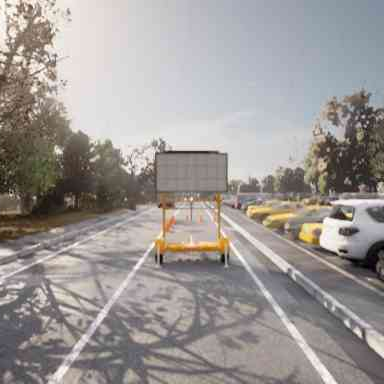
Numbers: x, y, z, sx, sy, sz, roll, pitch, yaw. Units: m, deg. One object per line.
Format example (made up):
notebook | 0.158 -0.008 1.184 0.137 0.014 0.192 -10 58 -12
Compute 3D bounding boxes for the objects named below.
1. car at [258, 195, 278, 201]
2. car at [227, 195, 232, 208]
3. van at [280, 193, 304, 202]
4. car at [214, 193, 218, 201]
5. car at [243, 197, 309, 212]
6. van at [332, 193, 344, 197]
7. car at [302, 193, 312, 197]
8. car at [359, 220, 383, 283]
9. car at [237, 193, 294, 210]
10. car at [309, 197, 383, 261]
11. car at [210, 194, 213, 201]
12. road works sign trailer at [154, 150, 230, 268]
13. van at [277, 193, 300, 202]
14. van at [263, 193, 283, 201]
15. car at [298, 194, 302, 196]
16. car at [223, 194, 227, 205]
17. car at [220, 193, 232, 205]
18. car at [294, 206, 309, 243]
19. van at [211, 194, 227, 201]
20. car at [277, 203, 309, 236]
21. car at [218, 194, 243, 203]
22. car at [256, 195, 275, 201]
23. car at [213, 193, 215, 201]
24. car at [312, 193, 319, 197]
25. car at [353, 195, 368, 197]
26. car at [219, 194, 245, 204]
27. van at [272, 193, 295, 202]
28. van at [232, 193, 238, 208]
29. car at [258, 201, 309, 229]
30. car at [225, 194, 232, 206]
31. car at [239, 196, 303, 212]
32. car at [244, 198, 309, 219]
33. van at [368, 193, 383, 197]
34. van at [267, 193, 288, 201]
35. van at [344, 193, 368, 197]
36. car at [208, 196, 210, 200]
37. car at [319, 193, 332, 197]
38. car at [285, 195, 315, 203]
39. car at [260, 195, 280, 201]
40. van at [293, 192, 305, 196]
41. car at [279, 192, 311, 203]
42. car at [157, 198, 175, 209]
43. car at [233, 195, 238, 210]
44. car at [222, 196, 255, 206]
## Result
car | 20.579 1.610 90.395 5.008 1.535 2.097 0 -1 0
car | 7.067 1.397 40.741 4.792 1.488 2.163 0 0 0
van | 20.520 1.135 68.380 4.442 1.987 1.878 0 0 0
car | 7.048 1.365 57.399 5.366 1.575 1.946 0 0 0
car | 7.168 1.385 26.867 5.366 1.575 1.946 0 0 0
van | 20.058 1.135 40.556 4.442 1.987 1.878 0 0 0
car | 20.261 1.360 51.636 5.008 1.535 2.097 0 0 0
car | 6.829 1.549 7.439 5.008 1.535 2.097 0 0 0
car | 7.060 1.245 32.415 4.553 1.767 2.185 0 0 0
car | 6.875 1.274 10.212 5.566 2.045 2.435 0 0 0
car | 7.398 1.117 74.054 5.566 2.045 2.435 0 0 0
road works sign trailer | -0.015 0.420 11.130 2.380 3.560 2.880 0 0 -1
van | 20.541 1.135 71.025 4.442 1.987 1.878 0 0 0
van | 20.655 1.295 84.858 4.442 1.987 1.878 0 -1 0
car | 20.293 1.400 54.530 4.674 1.452 2.002 0 0 0
car | 7.113 1.397 46.293 4.792 1.488 2.163 0 0 0
car | 6.979 1.365 49.071 5.366 1.575 1.946 0 0 0
car | 7.055 1.498 12.989 5.366 1.575 1.946 0 0 0
van | 7.645 1.439 93.467 4.442 1.987 1.878 0 -1 0
car | 6.898 1.478 15.767 4.892 1.521 2.231 0 0 0
car | 7.247 1.242 62.950 4.553 1.767 2.185 0 0 0
car | 20.602 1.657 93.290 5.008 1.535 2.097 0 -1 0
car | 7.296 1.368 65.726 5.008 1.535 2.097 0 0 0
car | 20.192 1.109 46.095 5.566 2.045 2.435 0 0 0
car | 20.135 1.360 35.015 5.008 1.535 2.097 0 0 0
car | 7.225 1.242 60.174 4.553 1.767 2.185 0 0 0
van | 20.332 1.135 73.930 4.442 1.987 1.878 0 0 0
van | 7.190 1.142 37.964 4.442 1.987 1.878 0 0 0
car | 6.729 1.450 18.544 5.366 1.575 1.946 0 1 0
car | 7.090 1.397 43.517 4.792 1.488 2.163 0 0 0
car | 7.000 1.377 29.636 4.892 1.521 2.231 0 0 0
car | 6.776 1.403 24.217 5.366 1.575 1.946 0 1 0
van | 19.999 1.137 32.230 4.442 1.987 1.878 0 0 0
van | 20.376 1.206 79.321 4.442 1.987 1.878 0 -1 0
van | 20.269 1.134 37.784 4.442 1.987 1.878 0 0 0
car | 7.511 1.620 90.689 5.008 1.535 2.097 0 -1 0
car | 20.170 1.109 43.325 5.566 2.045 2.435 0 0 0
car | 20.351 1.360 62.716 5.008 1.535 2.097 0 0 0
car | 20.555 1.567 87.625 4.892 1.521 2.231 0 -1 0
van | 20.429 1.135 57.300 4.442 1.987 1.878 0 0 0
car | 20.352 1.109 65.611 5.566 2.045 2.435 0 0 0
car | -3.243 1.479 41.975 1.895 1.301 4.718 0 0 0
car | 7.081 1.397 35.188 4.792 1.488 2.163 0 0 0
car | 7.194 1.369 51.845 4.892 1.521 2.231 0 0 0
